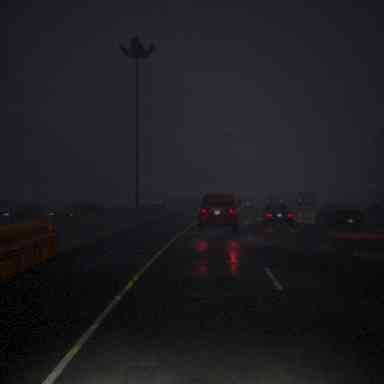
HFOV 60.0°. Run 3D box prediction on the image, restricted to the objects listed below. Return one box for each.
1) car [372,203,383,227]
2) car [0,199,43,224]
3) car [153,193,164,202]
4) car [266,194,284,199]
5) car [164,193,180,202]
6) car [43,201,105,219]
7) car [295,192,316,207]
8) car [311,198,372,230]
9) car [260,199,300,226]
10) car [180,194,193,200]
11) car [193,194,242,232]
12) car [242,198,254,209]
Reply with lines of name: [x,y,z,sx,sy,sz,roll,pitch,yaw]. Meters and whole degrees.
car: [12.661,1.444,21.740,2.033,1.411,5.357,0,0,10]
car: [-12.078,1.385,23.186,1.812,1.442,4.674,0,0,9]
car: [-6.021,0.983,67.067,2.097,1.767,4.553,0,0,25]
car: [10.107,1.145,40.422,2.097,1.767,4.553,0,0,17]
car: [-3.041,1.242,65.159,1.895,1.301,4.718,0,0,25]
car: [-8.316,1.403,24.713,2.033,1.411,5.357,0,0,10]
car: [13.217,1.026,38.729,2.150,2.045,5.566,0,0,17]
car: [8.923,1.376,20.351,1.882,1.535,5.008,0,1,9]
car: [5.661,1.432,22.333,2.033,1.411,5.357,0,0,10]
car: [0.077,1.180,63.529,1.812,1.442,4.674,0,0,25]
car: [1.666,1.117,19.414,2.150,2.045,5.566,0,0,8]
car: [6.496,1.387,40.705,1.895,1.301,4.718,0,0,17]
